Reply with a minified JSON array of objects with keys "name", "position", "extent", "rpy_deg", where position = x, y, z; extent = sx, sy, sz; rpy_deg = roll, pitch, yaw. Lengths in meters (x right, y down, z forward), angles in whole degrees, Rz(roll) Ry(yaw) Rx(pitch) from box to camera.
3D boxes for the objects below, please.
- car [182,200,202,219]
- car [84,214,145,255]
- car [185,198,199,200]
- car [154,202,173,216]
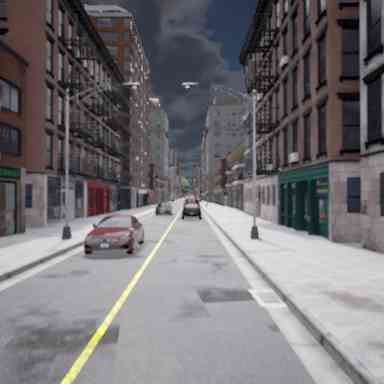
[{"name":"car","position":[-0.021,1.903,33.613],"extent":[1.882,1.535,5.008],"rpy_deg":[0,-1,0]},{"name":"car","position":[-3.146,1.709,14.291],"extent":[1.812,1.442,4.674],"rpy_deg":[0,-1,0]},{"name":"car","position":[-0.053,1.770,43.582],"extent":[2.150,2.045,5.566],"rpy_deg":[0,-1,-3]},{"name":"car","position":[-3.231,1.991,38.518],"extent":[1.837,1.490,4.892],"rpy_deg":[0,-1,0]}]
